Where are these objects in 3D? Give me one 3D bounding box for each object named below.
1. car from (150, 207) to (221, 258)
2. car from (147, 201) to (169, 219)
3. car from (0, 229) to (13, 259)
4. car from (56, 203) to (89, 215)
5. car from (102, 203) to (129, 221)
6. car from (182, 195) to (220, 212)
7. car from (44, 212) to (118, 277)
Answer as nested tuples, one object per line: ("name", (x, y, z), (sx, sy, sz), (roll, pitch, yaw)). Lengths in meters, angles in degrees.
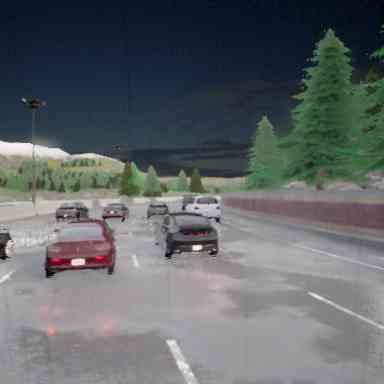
("car", (-0.384, 1.559, 13.095), (1.837, 1.490, 4.892), (0, 0, -13))
("car", (-3.176, 1.623, 30.916), (2.128, 1.511, 4.902), (0, 0, -5))
("car", (-6.798, 1.558, 9.789), (1.837, 1.490, 4.892), (0, 0, -14))
("car", (-9.888, 1.623, 27.714), (2.128, 1.511, 4.902), (0, 0, -7))
("car", (-6.508, 1.675, 28.500), (2.033, 1.411, 5.357), (0, 0, -6))
("car", (0.788, 1.329, 26.634), (2.150, 2.045, 5.566), (0, 0, -8))
("car", (-3.362, 1.575, 10.444), (1.812, 1.442, 4.674), (0, 0, -14))
